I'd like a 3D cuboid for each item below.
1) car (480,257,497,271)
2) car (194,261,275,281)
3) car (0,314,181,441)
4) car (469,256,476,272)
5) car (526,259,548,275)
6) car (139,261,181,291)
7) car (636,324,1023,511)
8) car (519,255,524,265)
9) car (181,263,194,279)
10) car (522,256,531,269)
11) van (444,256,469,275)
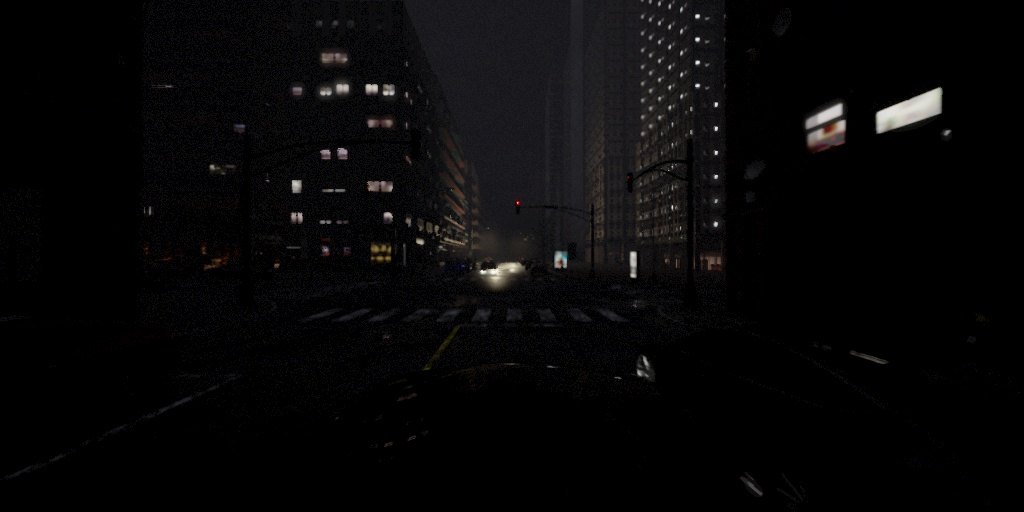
[{"bbox_3d":[-2.994,1.162,46.191,1.994,1.385,4.181,0,0,0],"label":"car"},{"bbox_3d":[-18.790,1.016,24.775,4.313,1.339,1.948,0,0,0],"label":"car"},{"bbox_3d":[-5.689,1.325,3.553,1.802,1.307,4.207,0,0,0],"label":"car"},{"bbox_3d":[-5.683,0.926,41.475,2.192,1.841,5.009,0,0,0],"label":"car"},{"bbox_3d":[2.697,1.211,35.945,1.802,1.307,4.207,0,0,0],"label":"car"},{"bbox_3d":[-18.770,0.728,16.394,5.009,1.841,2.192,0,0,0],"label":"car"},{"bbox_3d":[2.693,1.309,3.540,1.948,1.339,4.313,0,0,0],"label":"car"},{"bbox_3d":[2.701,0.981,63.583,1.967,1.591,4.097,0,0,0],"label":"car"},{"bbox_3d":[-24.360,0.951,24.735,4.207,1.307,1.802,0,0,0],"label":"car"},{"bbox_3d":[2.699,1.032,47.001,1.967,1.591,4.097,0,0,0],"label":"car"},{"bbox_3d":[-5.684,0.970,35.947,1.690,1.789,3.998,0,0,0],"label":"van"}]
